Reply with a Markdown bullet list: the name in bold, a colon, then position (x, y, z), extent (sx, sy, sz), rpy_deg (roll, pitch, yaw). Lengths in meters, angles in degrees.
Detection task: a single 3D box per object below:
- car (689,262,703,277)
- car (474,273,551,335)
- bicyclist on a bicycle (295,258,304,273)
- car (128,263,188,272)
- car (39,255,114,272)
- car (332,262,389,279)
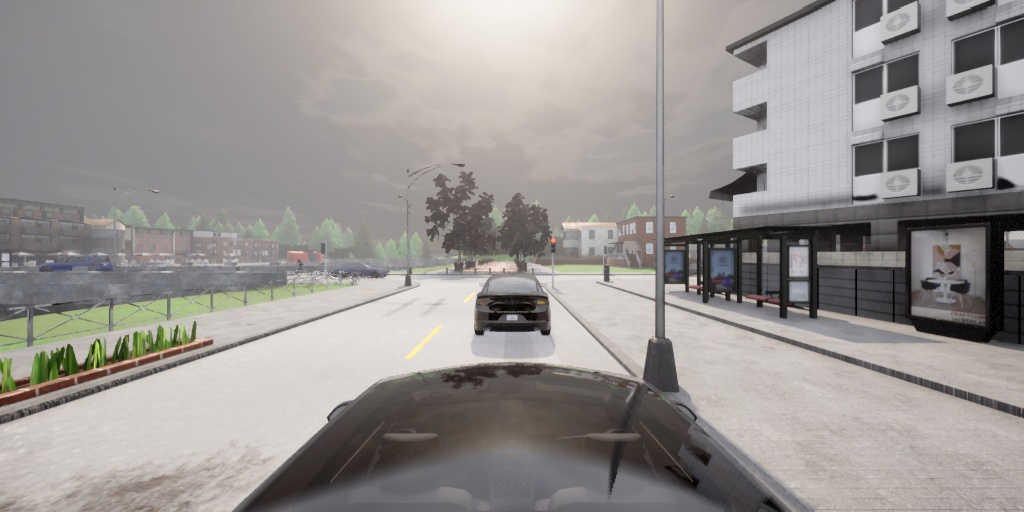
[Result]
- **car**: position (18.419, 1.314, 35.414), extent (4.181, 1.385, 1.994), rpy_deg (0, 0, 0)
- **car**: position (0.025, 1.228, 10.502), extent (1.882, 1.535, 5.008), rpy_deg (0, 0, 0)
- **bicyclist on a bicycle**: position (-23.462, 1.099, 39.554), extent (0.582, 1.620, 1.656), rpy_deg (0, 0, 0)
- **car**: position (-30.670, 1.314, 31.149), extent (4.181, 1.385, 1.994), rpy_deg (0, 0, 0)
- **car**: position (-42.686, 0.971, 35.231), extent (5.566, 2.045, 2.150), rpy_deg (0, 0, 0)
- **car**: position (-13.137, 1.276, 31.179), extent (4.674, 1.442, 1.812), rpy_deg (0, 0, 0)
